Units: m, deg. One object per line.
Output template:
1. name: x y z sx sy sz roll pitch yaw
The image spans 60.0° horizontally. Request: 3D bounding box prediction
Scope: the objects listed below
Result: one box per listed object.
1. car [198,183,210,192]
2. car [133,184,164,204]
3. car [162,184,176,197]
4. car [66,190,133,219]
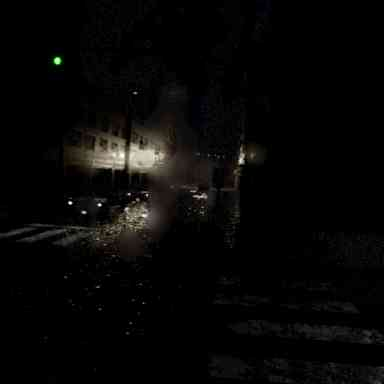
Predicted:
1. car: 2.186 -0.906 59.293 1.882 1.535 5.008 3 2 5
2. car: -3.958 0.196 27.803 1.895 1.301 4.718 3 2 5
3. car: -3.001 -0.215 37.931 1.994 1.385 4.181 3 2 5
4. car: -4.889 0.566 17.892 1.895 1.301 4.718 3 2 5
